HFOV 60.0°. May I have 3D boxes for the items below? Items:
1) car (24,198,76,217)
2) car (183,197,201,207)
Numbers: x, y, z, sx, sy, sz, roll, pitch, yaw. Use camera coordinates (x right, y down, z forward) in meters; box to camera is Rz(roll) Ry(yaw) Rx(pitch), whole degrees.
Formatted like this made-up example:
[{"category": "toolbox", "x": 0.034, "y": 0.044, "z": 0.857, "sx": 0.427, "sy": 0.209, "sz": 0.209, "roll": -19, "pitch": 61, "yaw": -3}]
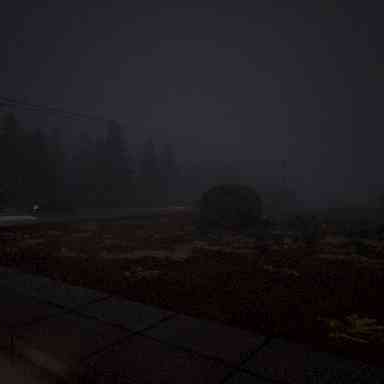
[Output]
[{"category": "car", "x": -13.696, "y": 1.379, "z": 32.179, "sx": 2.097, "sy": 1.767, "sz": 4.553, "roll": 0, "pitch": 0, "yaw": 37}, {"category": "car", "x": 0.565, "y": 1.519, "z": 51.333, "sx": 2.128, "sy": 1.511, "sz": 4.902, "roll": 0, "pitch": 0, "yaw": 37}]
